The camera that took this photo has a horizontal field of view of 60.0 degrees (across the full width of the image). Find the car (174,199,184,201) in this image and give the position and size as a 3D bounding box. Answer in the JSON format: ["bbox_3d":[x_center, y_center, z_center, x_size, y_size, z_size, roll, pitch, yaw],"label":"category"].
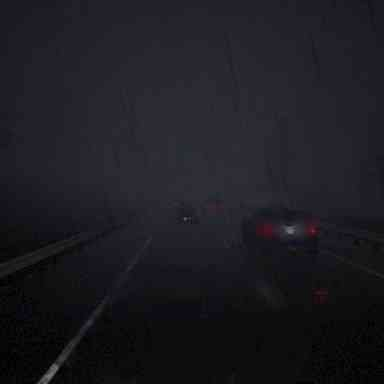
[{"bbox_3d":[-1.651,1.672,41.841,1.837,1.490,4.892,0,0,-4],"label":"car"}]

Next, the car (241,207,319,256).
[{"bbox_3d":[3.363,1.405,13.599,2.097,1.767,4.553,0,0,-2],"label":"car"}]

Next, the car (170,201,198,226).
[{"bbox_3d":[-0.569,1.623,24.406,1.812,1.442,4.674,0,0,-3],"label":"car"}]

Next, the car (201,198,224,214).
[{"bbox_3d":[2.191,1.498,36.902,2.097,1.767,4.553,0,0,-4],"label":"car"}]
